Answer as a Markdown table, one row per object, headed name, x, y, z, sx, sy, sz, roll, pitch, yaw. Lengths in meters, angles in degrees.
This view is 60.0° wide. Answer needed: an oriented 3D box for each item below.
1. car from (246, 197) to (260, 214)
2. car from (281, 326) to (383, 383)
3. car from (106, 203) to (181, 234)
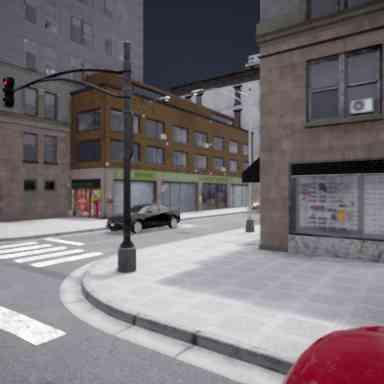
| name | x | y | z | sx | sy | sz | roll | pitch | yaw |
| --- | --- | --- | --- | --- | --- | --- | --- | --- | --- |
| car | 7.075 | 1.205 | 32.682 | 2.097 | 1.767 | 4.553 | 0 | 0 | 36 |
| car | 2.651 | 1.316 | 0.911 | 5.009 | 1.841 | 2.192 | 0 | 0 | 36 |
| car | -2.651 | 1.401 | 19.054 | 1.882 | 1.535 | 5.008 | 0 | 0 | 34 |
